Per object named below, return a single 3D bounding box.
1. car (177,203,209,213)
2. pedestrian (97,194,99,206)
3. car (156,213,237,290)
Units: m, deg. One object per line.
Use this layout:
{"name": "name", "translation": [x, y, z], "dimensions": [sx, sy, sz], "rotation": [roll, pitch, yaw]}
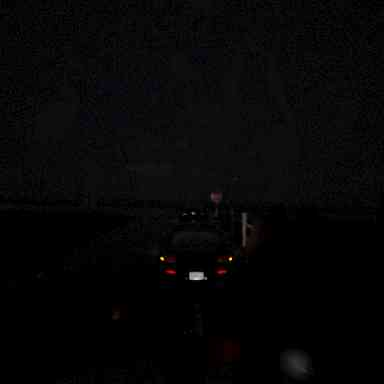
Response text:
{"name": "car", "translation": [0.069, 1.503, 21.988], "dimensions": [1.837, 1.490, 4.892], "rotation": [0, 0, -1]}
{"name": "pedestrian", "translation": [-12.031, 0.803, 41.883], "dimensions": [0.375, 1.860, 0.375], "rotation": [0, 1, 0]}
{"name": "car", "translation": [0.101, 1.523, 8.978], "dimensions": [1.812, 1.442, 4.674], "rotation": [0, 0, 0]}
